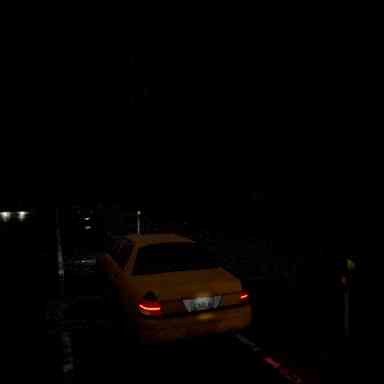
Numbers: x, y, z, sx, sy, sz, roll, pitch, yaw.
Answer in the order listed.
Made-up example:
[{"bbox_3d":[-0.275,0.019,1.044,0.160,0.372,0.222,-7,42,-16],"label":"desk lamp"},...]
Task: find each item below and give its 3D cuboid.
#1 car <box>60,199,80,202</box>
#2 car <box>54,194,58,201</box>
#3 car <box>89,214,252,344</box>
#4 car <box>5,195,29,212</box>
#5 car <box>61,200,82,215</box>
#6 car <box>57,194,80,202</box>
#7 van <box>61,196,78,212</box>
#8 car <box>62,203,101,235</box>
[{"bbox_3d":[-10.262,1.567,28.953,1.947,1.339,4.313,0,0,-22],"label":"car"},{"bbox_3d":[-31.408,1.470,79.659,1.967,1.590,4.097,0,0,-24],"label":"car"},{"bbox_3d":[-0.834,1.457,6.777,1.801,1.575,5.366,0,0,-22],"label":"car"},{"bbox_3d":[-21.141,1.481,40.002,1.882,1.535,5.008,0,0,-22],"label":"car"},{"bbox_3d":[-8.163,1.552,23.844,2.008,1.369,4.403,0,0,-22],"label":"car"},{"bbox_3d":[-12.362,1.317,34.063,2.192,1.841,5.009,0,0,-22],"label":"car"},{"bbox_3d":[-14.461,1.343,39.172,1.690,1.788,3.998,0,0,-22],"label":"van"},{"bbox_3d":[-6.063,1.552,18.735,2.008,1.369,4.403,0,0,-22],"label":"car"}]
